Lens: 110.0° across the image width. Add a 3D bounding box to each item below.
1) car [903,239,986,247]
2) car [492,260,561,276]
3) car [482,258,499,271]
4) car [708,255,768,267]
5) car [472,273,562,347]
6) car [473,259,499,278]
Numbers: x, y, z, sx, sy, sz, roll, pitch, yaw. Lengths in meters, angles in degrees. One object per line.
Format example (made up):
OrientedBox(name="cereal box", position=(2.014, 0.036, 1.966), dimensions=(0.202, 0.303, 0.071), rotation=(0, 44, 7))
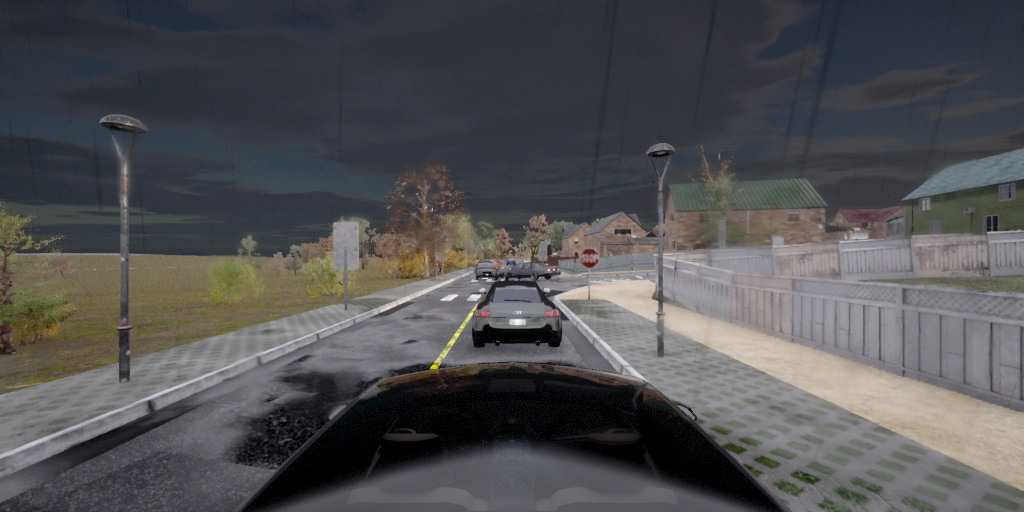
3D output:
OrientedBox(name="car", position=(23.838, -0.208, 20.327), dimensions=(4.902, 1.511, 2.128), rotation=(-3, 0, 14))
OrientedBox(name="car", position=(1.264, 1.198, 28.310), dimensions=(5.357, 1.411, 2.033), rotation=(-4, -3, 43))
OrientedBox(name="car", position=(-2.982, 1.121, 51.028), dimensions=(2.097, 1.767, 4.553), rotation=(0, 0, 0))
OrientedBox(name="car", position=(14.330, 0.413, 22.723), dimensions=(4.181, 1.385, 1.994), rotation=(-3, 0, 16))
OrientedBox(name="car", position=(0.082, 1.313, 9.292), dimensions=(1.994, 1.385, 4.181), rotation=(0, 0, -1))
OrientedBox(name="car", position=(-2.331, 1.258, 31.212), dimensions=(1.837, 1.490, 4.892), rotation=(0, 0, -8))
